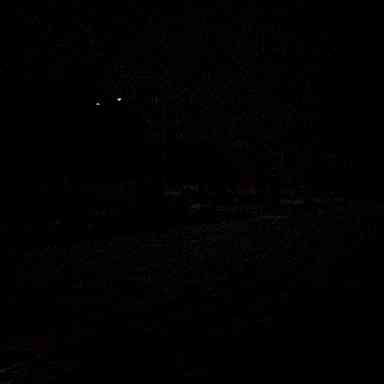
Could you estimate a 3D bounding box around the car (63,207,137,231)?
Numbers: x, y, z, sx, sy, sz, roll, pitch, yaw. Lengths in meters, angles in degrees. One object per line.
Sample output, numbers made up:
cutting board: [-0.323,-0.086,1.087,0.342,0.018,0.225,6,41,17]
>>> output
car: [-5.888,1.616,20.843,2.008,1.369,4.403,0,0,35]

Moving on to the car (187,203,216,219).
car: [0.615,1.696,30.144,1.802,1.307,4.206,0,0,35]

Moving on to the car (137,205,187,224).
car: [-2.636,1.654,25.494,1.947,1.339,4.313,0,0,35]

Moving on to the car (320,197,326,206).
car: [23.374,1.921,62.698,1.802,1.307,4.206,0,-1,35]

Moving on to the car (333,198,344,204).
car: [33.031,1.986,76.510,1.752,1.417,4.829,0,-1,35]

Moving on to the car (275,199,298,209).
car: [13.620,1.814,48.746,1.802,1.307,4.206,0,0,35]

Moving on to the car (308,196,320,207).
car: [20.123,1.616,58.049,2.192,1.841,5.009,0,-1,35]

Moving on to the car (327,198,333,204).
car: [26.625,1.818,67.349,1.967,1.590,4.097,0,-1,35]

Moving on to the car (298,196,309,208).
car: [16.774,1.790,53.258,1.752,1.417,4.829,0,0,35]

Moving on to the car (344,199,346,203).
car: [36.380,2.058,81.300,2.008,1.369,4.403,0,-1,35]
